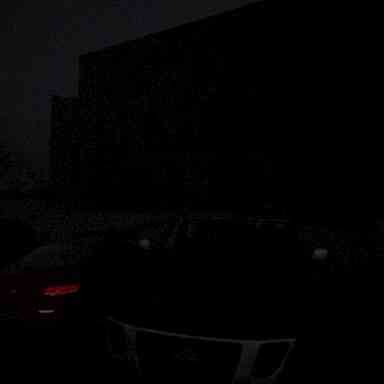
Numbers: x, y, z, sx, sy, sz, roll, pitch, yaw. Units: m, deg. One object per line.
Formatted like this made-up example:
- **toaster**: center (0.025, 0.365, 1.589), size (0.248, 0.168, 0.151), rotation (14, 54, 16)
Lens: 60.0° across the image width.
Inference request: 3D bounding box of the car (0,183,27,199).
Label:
- **car**: center (-22.519, 0.016, 39.168), size (4.674, 1.452, 2.002), rotation (1, 6, 7)

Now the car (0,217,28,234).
- **car**: center (-6.832, 1.465, 10.117), size (2.002, 1.452, 4.674), rotation (1, 0, 14)

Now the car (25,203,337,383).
- **car**: center (0.627, 1.218, 4.942), size (2.435, 2.045, 5.566), rotation (1, 0, 15)

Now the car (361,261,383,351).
- **car**: center (3.097, 1.485, 3.227), size (2.097, 1.535, 5.008), rotation (1, 0, 15)

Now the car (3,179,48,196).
- **car**: center (-21.117, -0.563, 41.811), size (5.566, 2.045, 2.435), rotation (1, 6, 7)

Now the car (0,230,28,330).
- **car**: center (-1.856, 1.495, 6.698), size (2.002, 1.452, 4.674), rotation (0, -1, 15)
